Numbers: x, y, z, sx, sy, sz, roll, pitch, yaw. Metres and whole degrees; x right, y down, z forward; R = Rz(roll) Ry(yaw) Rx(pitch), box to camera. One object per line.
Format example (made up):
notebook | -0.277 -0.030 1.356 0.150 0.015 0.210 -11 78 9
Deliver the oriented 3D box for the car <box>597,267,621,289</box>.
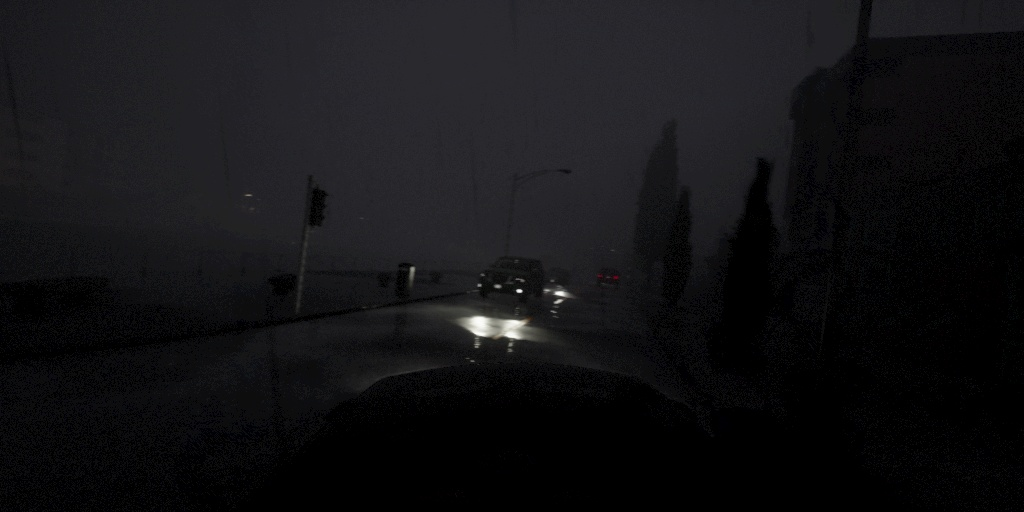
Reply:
car | 10.411 2.307 38.522 2.150 2.045 5.566 7 0 16

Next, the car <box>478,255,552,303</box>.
car | 0.198 1.040 17.927 2.150 2.045 5.566 7 0 16

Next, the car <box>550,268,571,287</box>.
car | 3.961 1.793 31.068 2.128 1.511 4.902 7 0 16
